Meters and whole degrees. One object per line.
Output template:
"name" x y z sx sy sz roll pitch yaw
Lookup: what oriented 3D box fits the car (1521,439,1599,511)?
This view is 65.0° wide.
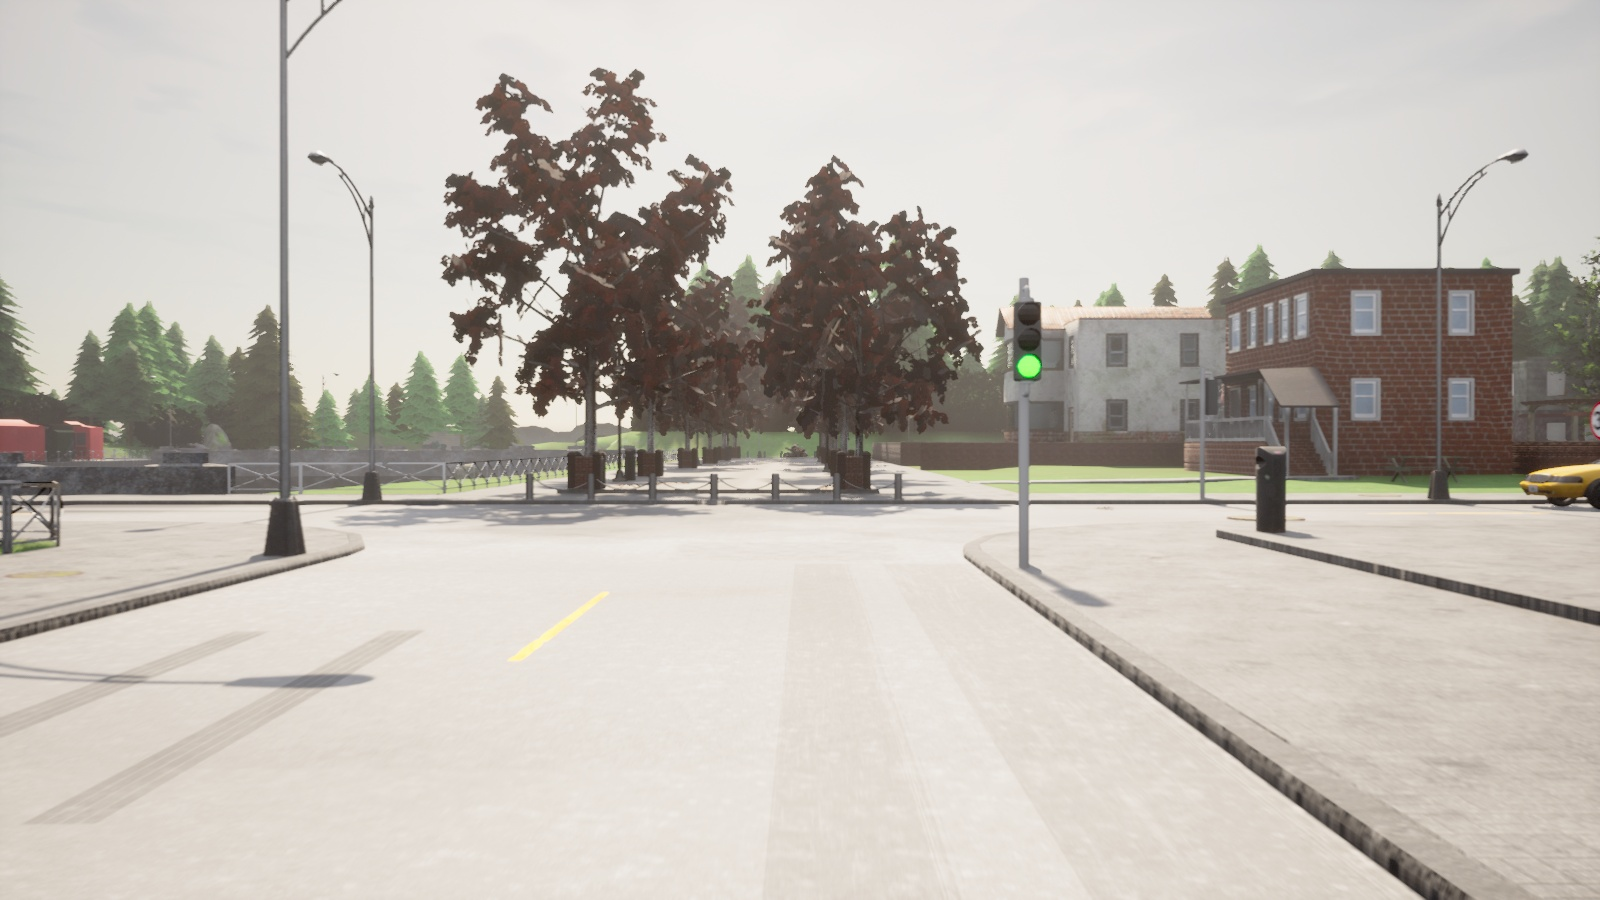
"car" 19.366 0.542 28.140 5.366 1.575 1.801 0 0 1
